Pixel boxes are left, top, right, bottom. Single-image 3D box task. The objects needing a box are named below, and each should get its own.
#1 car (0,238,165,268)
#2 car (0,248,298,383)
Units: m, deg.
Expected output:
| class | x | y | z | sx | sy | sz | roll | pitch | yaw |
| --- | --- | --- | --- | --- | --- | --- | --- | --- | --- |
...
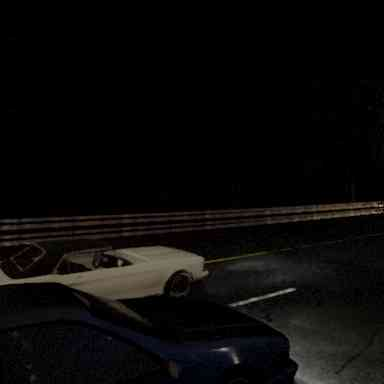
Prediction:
| class | x | y | z | sx | sy | sz | roll | pitch | yaw |
| --- | --- | --- | --- | --- | --- | --- | --- | --- | --- |
| car | -1.985 | 1.602 | 6.627 | 4.718 | 1.301 | 1.895 | 0 | 0 | -35 |
| car | -1.494 | 1.547 | 2.677 | 5.357 | 1.411 | 2.033 | 0 | 0 | -36 |
